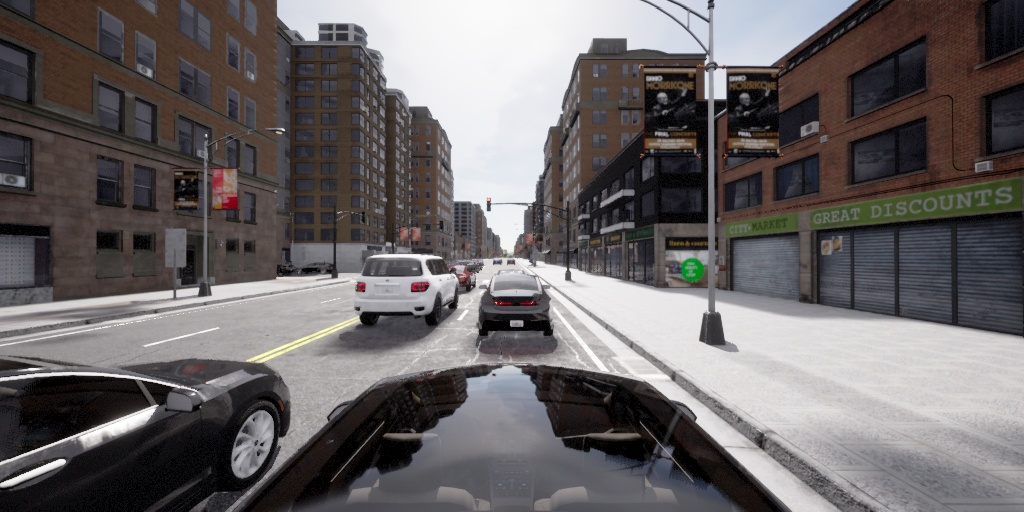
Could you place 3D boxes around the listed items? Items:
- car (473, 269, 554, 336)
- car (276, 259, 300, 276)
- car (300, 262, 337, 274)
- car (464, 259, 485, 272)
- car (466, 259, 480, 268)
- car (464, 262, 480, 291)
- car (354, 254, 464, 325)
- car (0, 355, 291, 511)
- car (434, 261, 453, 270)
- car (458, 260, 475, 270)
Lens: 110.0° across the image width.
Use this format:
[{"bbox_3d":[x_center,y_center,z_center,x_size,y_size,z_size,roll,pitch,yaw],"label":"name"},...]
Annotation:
[{"bbox_3d":[0.083,1.256,10.385,1.837,1.490,4.892,0,0,0],"label":"car"},{"bbox_3d":[-24.467,0.973,35.246,5.566,2.045,2.150,0,0,0],"label":"car"},{"bbox_3d":[-22.237,1.347,40.721,4.313,1.339,1.948,0,0,0],"label":"car"},{"bbox_3d":[-5.469,1.253,40.677,2.128,1.511,4.902,1,0,40],"label":"car"},{"bbox_3d":[-6.709,1.254,61.670,1.882,1.535,5.008,0,0,0],"label":"car"},{"bbox_3d":[-3.253,1.279,21.593,1.812,1.442,4.674,0,0,0],"label":"car"},{"bbox_3d":[-3.175,0.972,11.892,2.150,2.045,5.566,0,0,1],"label":"car"},{"bbox_3d":[-3.152,1.255,1.667,1.837,1.490,4.892,0,0,0],"label":"car"},{"bbox_3d":[-9.957,1.370,52.587,1.895,1.301,4.718,0,0,0],"label":"car"},{"bbox_3d":[-6.710,1.334,52.969,1.994,1.385,4.181,0,0,-1],"label":"car"}]
